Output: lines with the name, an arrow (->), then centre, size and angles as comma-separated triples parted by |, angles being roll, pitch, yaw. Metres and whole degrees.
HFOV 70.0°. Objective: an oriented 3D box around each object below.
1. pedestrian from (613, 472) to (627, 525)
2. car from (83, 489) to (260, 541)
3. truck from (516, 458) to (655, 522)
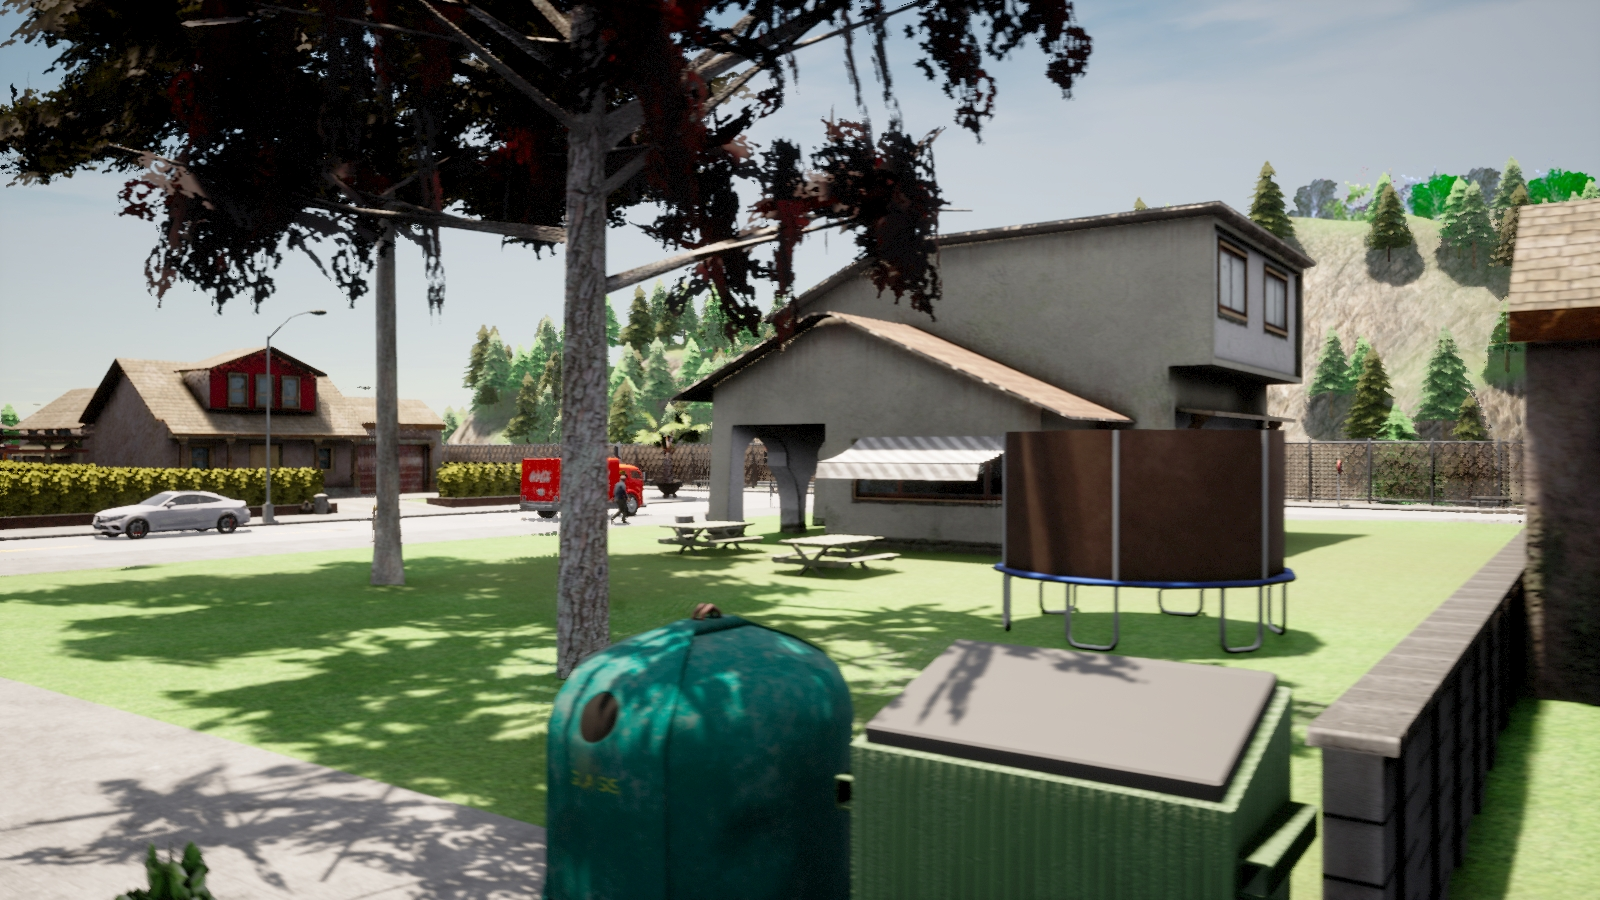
pedestrian -> -6.429, 1.732, 40.882 | 0.375, 1.860, 0.375 | 0, 0, -36
car -> -20.424, 2.066, 37.308 | 2.002, 1.442, 4.674 | 0, 0, 35
truck -> -8.697, 1.550, 46.772 | 2.627, 2.467, 5.204 | 0, 0, 35
